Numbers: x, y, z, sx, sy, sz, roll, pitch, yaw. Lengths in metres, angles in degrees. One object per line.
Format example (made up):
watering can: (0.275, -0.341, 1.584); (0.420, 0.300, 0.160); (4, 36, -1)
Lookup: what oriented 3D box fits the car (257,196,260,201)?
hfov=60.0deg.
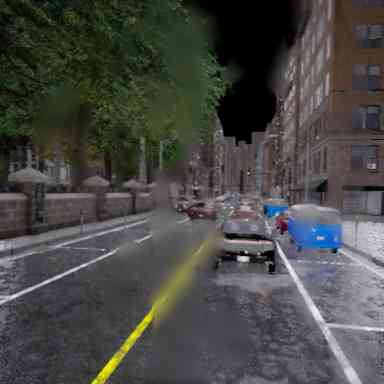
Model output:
car: (17.482, 1.774, 90.005); (1.967, 1.590, 4.097); (1, 0, 9)

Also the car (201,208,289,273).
car: (1.725, 1.530, 11.002); (2.128, 1.511, 4.902); (2, 0, 9)

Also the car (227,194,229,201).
car: (7.300, 1.616, 80.592); (2.008, 1.369, 4.403); (2, 0, 9)

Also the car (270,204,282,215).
car: (5.924, 1.689, 19.589); (1.887, 1.381, 4.507); (2, 0, 9)

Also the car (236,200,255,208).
car: (3.847, 1.606, 23.909); (1.812, 1.442, 4.674); (2, 0, 9)

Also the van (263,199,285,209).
van: (7.763, 1.520, 30.760); (1.690, 1.788, 3.998); (2, 0, 9)

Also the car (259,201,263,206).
car: (8.674, 1.760, 36.346); (1.947, 1.339, 4.313); (2, 0, 9)

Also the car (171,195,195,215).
car: (-0.652, 1.258, 32.101); (2.192, 1.841, 5.009); (2, 0, 9)

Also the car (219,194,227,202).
car: (6.390, 1.575, 75.046); (1.752, 1.417, 4.829); (2, 0, 9)

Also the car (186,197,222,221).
car: (1.082, 1.477, 26.788); (1.882, 1.535, 5.008); (2, 0, 9)

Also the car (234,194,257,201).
car: (6.632, 1.480, 41.502); (2.097, 1.767, 4.553); (2, 0, 9)

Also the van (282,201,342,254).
van: (5.012, 1.467, 14.003); (1.690, 1.788, 3.998); (1, 0, 9)
